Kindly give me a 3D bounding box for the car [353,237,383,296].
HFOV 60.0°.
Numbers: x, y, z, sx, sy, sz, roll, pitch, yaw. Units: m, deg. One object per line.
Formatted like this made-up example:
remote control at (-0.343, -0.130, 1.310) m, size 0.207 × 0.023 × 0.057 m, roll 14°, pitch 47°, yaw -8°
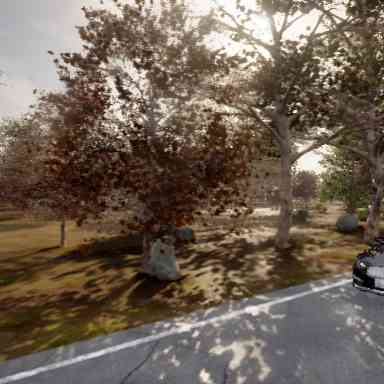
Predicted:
car at (5.648, 1.484, 7.711) m, size 4.902 × 1.511 × 2.128 m, roll 0°, pitch 0°, yaw -35°
